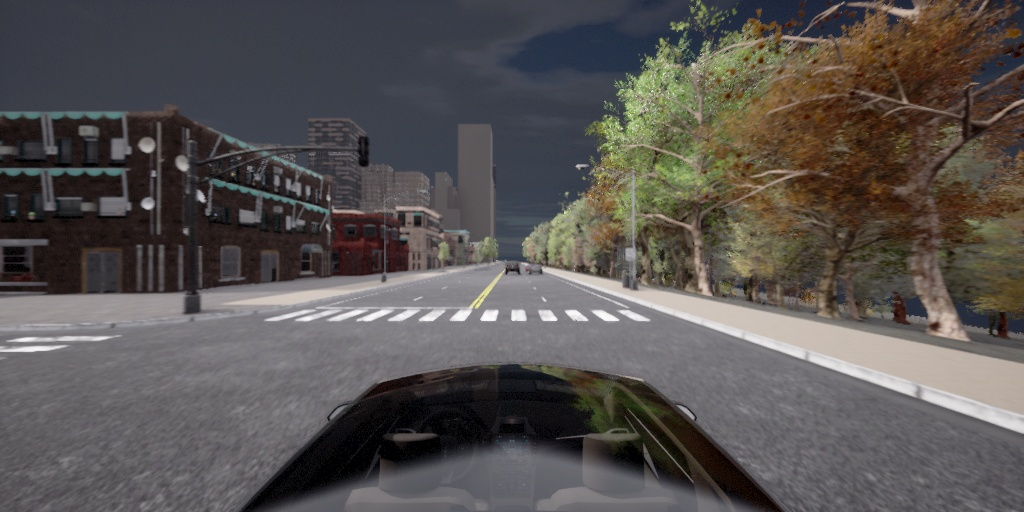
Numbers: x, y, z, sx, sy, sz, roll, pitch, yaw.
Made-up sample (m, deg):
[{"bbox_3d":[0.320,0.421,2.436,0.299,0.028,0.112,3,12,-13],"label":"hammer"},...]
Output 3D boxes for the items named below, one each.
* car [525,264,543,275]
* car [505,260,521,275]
[{"bbox_3d":[3.367,1.877,51.369,2.128,1.511,4.902,0,-1,0],"label":"car"},{"bbox_3d":[0.115,1.605,51.207,2.150,2.045,5.566,0,-1,1],"label":"car"}]
